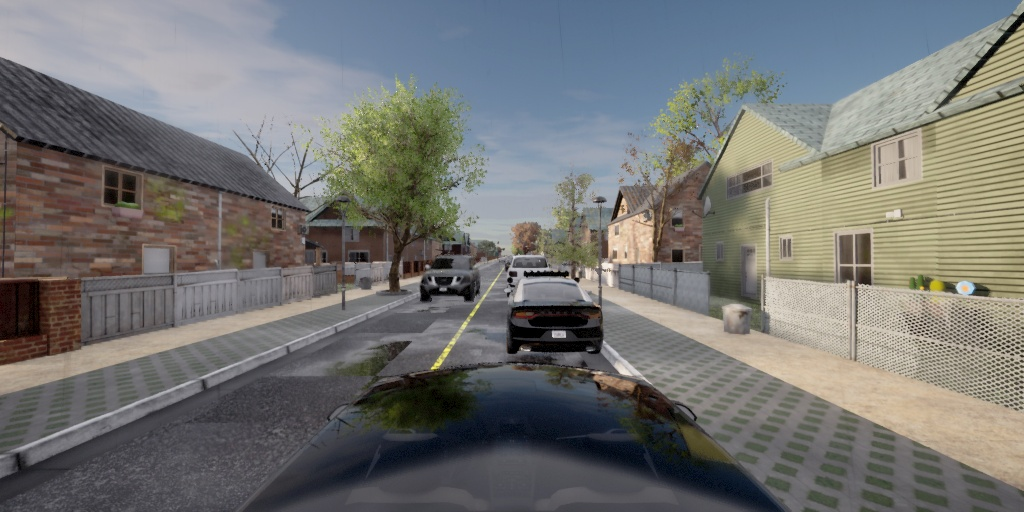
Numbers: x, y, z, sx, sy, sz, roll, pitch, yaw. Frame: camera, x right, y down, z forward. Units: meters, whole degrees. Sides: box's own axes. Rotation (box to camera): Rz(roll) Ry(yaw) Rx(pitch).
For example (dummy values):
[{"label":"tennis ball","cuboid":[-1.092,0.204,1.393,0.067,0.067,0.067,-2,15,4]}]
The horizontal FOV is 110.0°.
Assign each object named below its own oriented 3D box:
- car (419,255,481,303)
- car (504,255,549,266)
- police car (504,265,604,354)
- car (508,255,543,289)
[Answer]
[{"label":"car","cuboid":[-2.742,0.975,17.079,2.150,2.045,5.566,0,0,0]},{"label":"car","cuboid":[0.834,0.978,18.832,2.150,2.045,5.566,0,0,0]},{"label":"police car","cuboid":[0.829,1.177,8.909,1.930,1.638,5.238,0,0,0]},{"label":"car","cuboid":[0.837,0.980,24.833,2.150,2.045,5.566,0,0,0]}]
